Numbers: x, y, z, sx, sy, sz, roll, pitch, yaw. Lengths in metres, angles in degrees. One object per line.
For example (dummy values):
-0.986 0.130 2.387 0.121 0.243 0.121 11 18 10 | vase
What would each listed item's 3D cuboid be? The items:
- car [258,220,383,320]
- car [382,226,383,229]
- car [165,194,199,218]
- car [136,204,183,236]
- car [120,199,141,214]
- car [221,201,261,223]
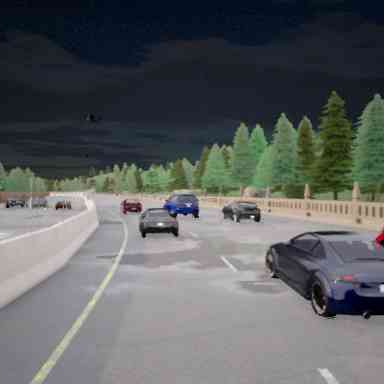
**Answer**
3.098 1.552 7.452 1.994 1.385 4.181 0 0 -4 | car
6.644 1.195 7.466 2.150 2.045 5.566 0 0 -4 | car
-1.018 1.227 29.591 2.150 2.045 5.566 0 0 -16 | car
-1.922 1.572 18.500 1.994 1.385 4.181 0 0 -10 | car
-6.550 1.505 35.543 1.882 1.535 5.008 0 0 -18 | car
3.672 1.491 25.578 1.837 1.490 4.892 0 0 -13 | car
